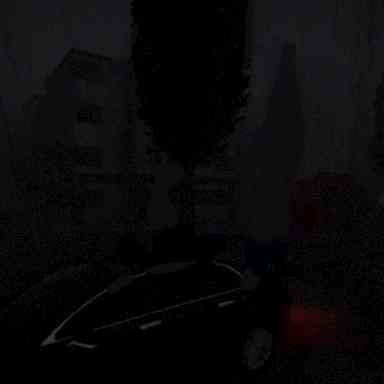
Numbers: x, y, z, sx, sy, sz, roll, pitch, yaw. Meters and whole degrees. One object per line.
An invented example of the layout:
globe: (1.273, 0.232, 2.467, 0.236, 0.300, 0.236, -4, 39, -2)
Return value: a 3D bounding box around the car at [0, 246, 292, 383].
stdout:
car: (-0.856, 1.506, 3.984, 4.892, 1.490, 1.837, 0, 0, -35)
